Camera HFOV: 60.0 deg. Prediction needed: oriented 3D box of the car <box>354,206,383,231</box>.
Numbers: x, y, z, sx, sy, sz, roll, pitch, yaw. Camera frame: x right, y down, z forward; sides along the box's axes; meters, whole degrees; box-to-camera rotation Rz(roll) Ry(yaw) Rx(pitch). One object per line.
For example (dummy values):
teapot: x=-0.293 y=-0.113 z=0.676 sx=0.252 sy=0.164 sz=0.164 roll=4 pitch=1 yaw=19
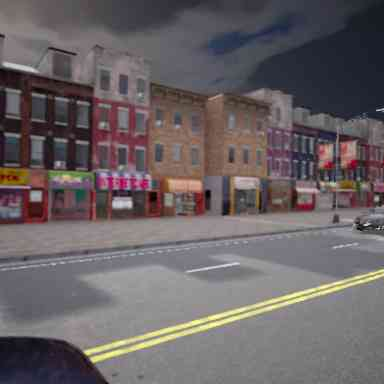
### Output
car: x=11.706 y=1.594 z=20.023 sx=4.892 sy=1.490 sz=1.837 roll=0 pitch=0 yaw=-35

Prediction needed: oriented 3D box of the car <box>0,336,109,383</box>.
car: x=-2.414 y=1.559 z=1.716 sx=4.181 sy=1.385 sz=1.994 roll=0 pitch=0 yaw=-36
